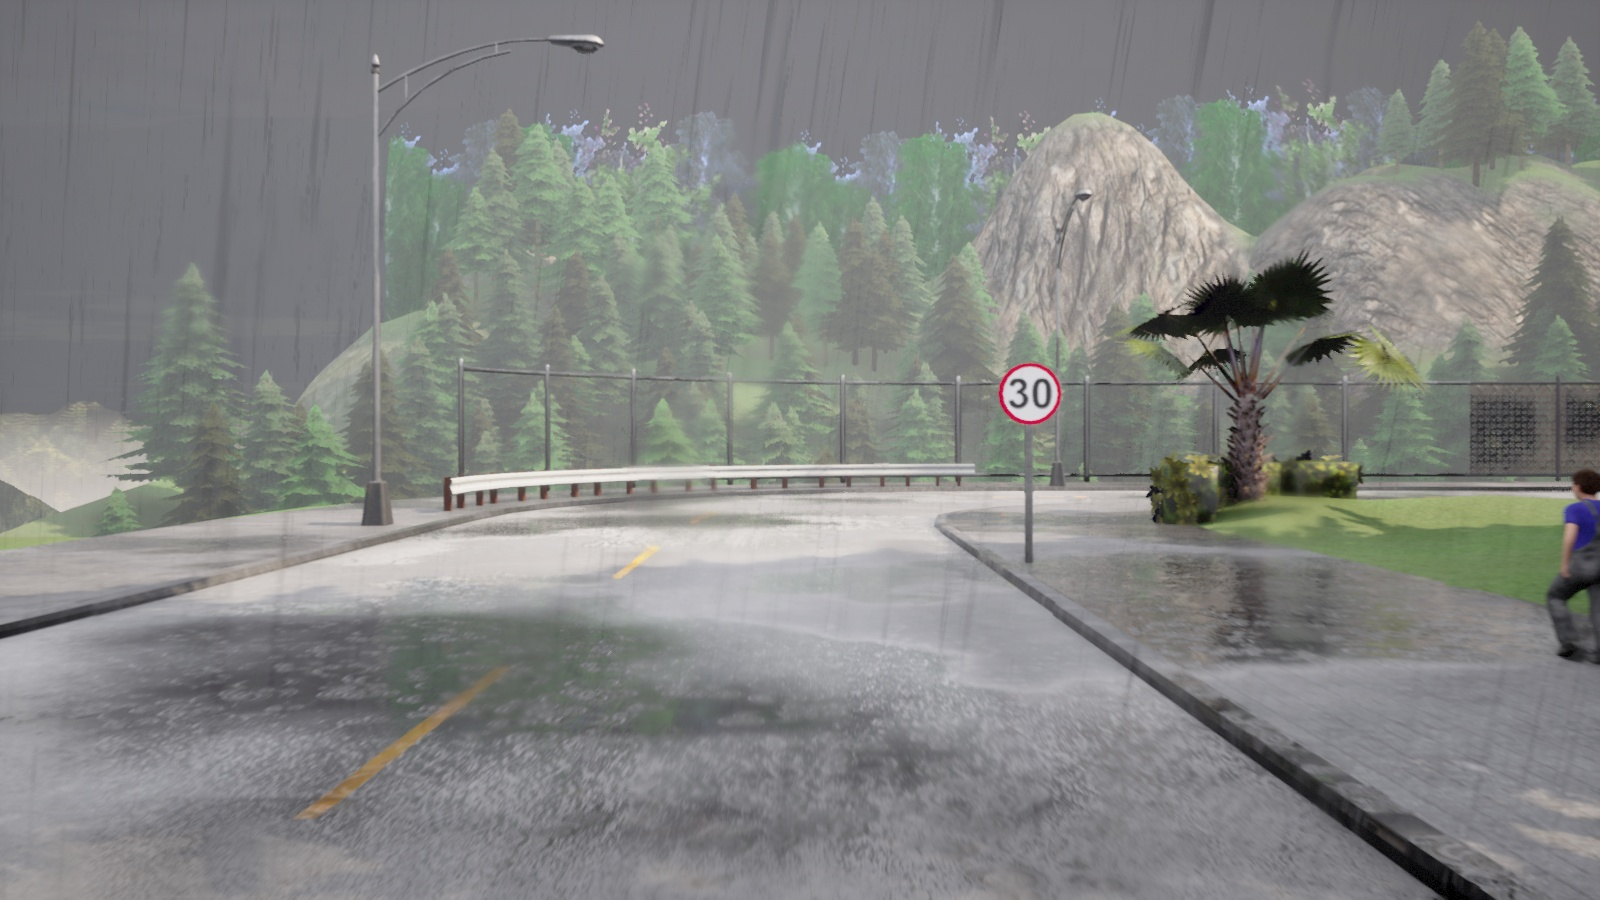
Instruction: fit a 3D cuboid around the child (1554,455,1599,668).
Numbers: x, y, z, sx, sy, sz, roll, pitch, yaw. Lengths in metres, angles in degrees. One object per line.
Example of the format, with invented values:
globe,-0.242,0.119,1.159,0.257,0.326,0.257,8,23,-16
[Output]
child,4.878,0.663,7.684,0.270,1.263,0.437,0,1,2
